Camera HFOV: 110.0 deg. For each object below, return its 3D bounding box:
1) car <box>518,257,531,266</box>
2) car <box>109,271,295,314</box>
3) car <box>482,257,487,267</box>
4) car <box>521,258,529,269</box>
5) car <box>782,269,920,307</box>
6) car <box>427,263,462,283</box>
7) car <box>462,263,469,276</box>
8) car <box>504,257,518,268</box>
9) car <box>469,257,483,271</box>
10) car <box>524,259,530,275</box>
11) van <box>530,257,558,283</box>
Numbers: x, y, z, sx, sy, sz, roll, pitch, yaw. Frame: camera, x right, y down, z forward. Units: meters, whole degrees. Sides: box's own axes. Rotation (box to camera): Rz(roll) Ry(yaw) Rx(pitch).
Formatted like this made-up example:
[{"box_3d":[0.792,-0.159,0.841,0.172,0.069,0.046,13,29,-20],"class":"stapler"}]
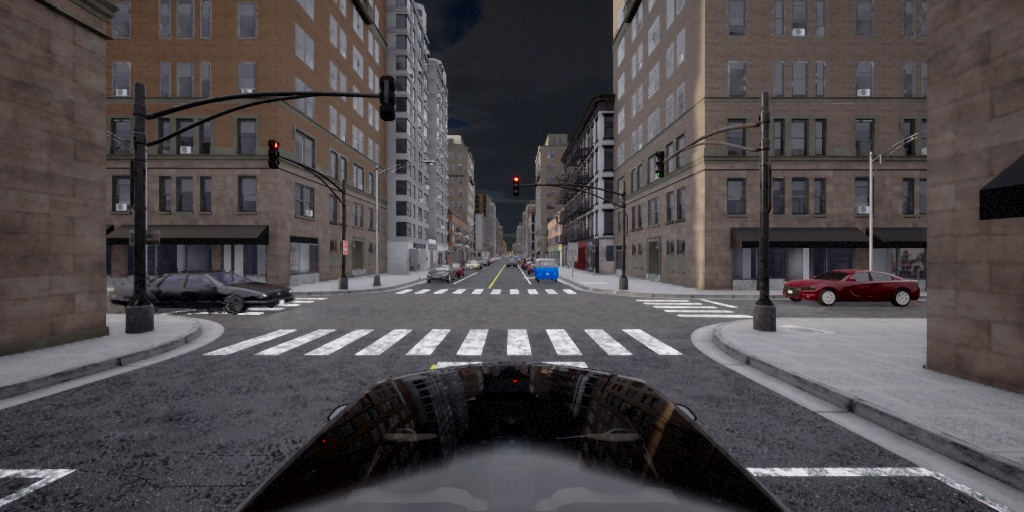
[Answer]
[{"box_3d":[2.536,1.055,56.363,2.192,1.841,5.009,0,0,0],"class":"car"},{"box_3d":[-10.875,1.240,12.783,5.357,1.411,2.033,0,0,0],"class":"car"},{"box_3d":[-5.489,1.306,56.342,1.948,1.339,4.313,0,0,0],"class":"car"},{"box_3d":[2.547,1.326,50.681,1.802,1.307,4.207,0,0,0],"class":"car"},{"box_3d":[14.789,1.326,15.820,5.008,1.535,1.882,0,0,1],"class":"car"},{"box_3d":[-5.436,1.299,27.932,2.007,1.370,4.403,0,0,0],"class":"car"},{"box_3d":[-5.447,1.293,33.614,1.888,1.381,4.507,0,0,0],"class":"car"},{"box_3d":[-0.013,1.337,61.567,1.895,1.301,4.718,0,0,0],"class":"car"},{"box_3d":[-5.478,1.269,50.490,1.751,1.417,4.829,0,0,0],"class":"car"},{"box_3d":[2.568,1.330,39.318,1.802,1.307,4.207,0,0,0],"class":"car"},{"box_3d":[2.589,1.089,27.956,1.690,1.789,3.998,0,0,0],"class":"van"}]
